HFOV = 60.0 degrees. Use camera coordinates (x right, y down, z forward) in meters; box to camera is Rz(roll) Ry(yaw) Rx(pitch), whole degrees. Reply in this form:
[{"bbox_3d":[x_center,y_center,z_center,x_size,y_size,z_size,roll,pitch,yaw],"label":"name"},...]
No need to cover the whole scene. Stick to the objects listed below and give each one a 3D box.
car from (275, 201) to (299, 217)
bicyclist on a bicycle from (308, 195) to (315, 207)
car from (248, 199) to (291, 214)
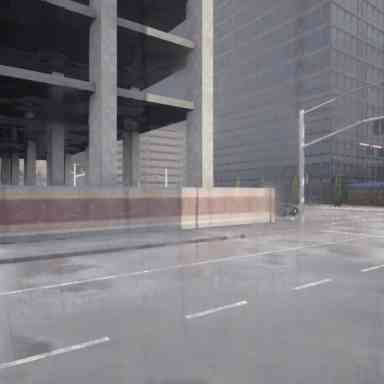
[{"bbox_3d":[8.109,1.564,31.516,1.994,1.385,4.181,0,0,-36],"label":"car"},{"bbox_3d":[16.586,1.301,46.203,1.656,1.620,0.582,0,0,-36],"label":"bicyclist on a bicycle"},{"bbox_3d":[8.517,1.526,36.916,1.812,1.442,4.674,0,0,-36],"label":"car"}]
